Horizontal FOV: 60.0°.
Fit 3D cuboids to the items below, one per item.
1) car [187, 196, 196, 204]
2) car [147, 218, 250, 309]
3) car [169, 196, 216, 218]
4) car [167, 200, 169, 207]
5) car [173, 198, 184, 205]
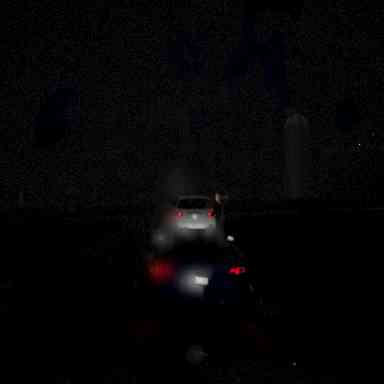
[{"bbox_3d":[-0.020,1.861,78.519,2.097,1.767,4.553,0,-1,0],"label":"car"},{"bbox_3d":[0.103,1.554,7.942,1.994,1.385,4.181,0,0,-1],"label":"car"},{"bbox_3d":[0.073,1.213,17.908,2.150,2.045,5.566,0,0,-1],"label":"car"},{"bbox_3d":[-2.849,1.706,52.574,1.994,1.385,4.181,0,-1,0],"label":"car"},{"bbox_3d":[-2.776,1.892,67.993,2.033,1.411,5.357,0,-1,0],"label":"car"}]
